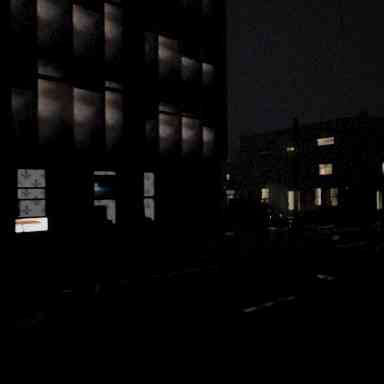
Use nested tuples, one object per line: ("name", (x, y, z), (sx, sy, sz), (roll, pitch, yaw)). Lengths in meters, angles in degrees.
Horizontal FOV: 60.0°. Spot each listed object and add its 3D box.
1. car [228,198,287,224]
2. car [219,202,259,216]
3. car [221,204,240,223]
("car", (5.269, 1.524, 28.218), (2.150, 2.045, 5.566), (-1, 0, -37))
("car", (5.285, 1.918, 38.108), (2.008, 1.369, 4.403), (-2, 0, -37))
("car", (1.652, 1.934, 28.518), (1.947, 1.339, 4.313), (-2, 0, -37))
